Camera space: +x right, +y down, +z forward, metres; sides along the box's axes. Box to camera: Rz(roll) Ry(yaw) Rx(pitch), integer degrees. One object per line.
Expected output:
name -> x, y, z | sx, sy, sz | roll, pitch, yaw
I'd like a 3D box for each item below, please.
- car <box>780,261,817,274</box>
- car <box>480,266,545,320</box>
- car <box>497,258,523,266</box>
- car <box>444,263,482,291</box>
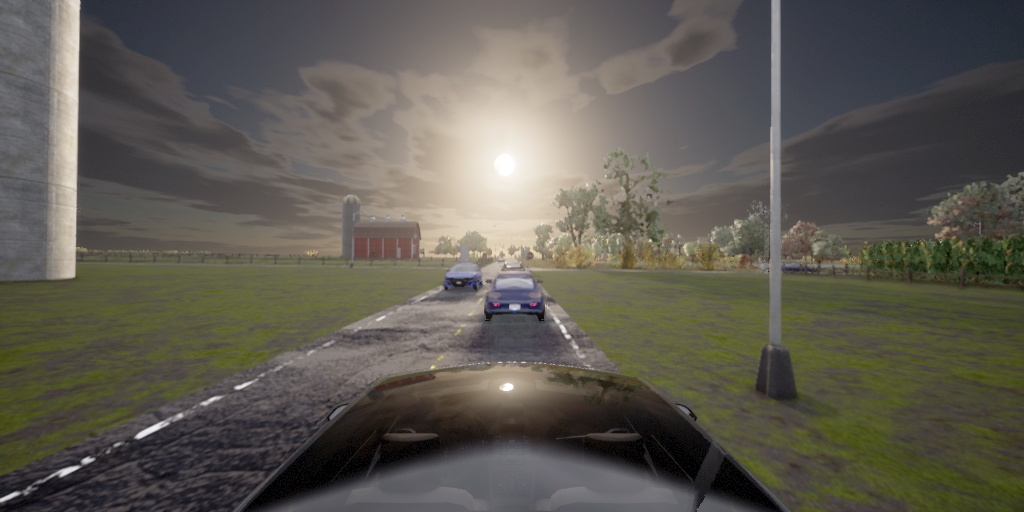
car -> 40.252, 1.740, 50.391 | 4.674, 1.442, 1.812 | 1, -1, 0
car -> 0.084, 1.241, 12.278 | 1.812, 1.442, 4.674 | 0, 0, 0
car -> 0.085, 1.163, 27.782 | 2.128, 1.511, 4.902 | 0, 0, 0
car -> -2.847, 1.166, 21.746 | 1.882, 1.535, 5.008 | 0, 0, 0
